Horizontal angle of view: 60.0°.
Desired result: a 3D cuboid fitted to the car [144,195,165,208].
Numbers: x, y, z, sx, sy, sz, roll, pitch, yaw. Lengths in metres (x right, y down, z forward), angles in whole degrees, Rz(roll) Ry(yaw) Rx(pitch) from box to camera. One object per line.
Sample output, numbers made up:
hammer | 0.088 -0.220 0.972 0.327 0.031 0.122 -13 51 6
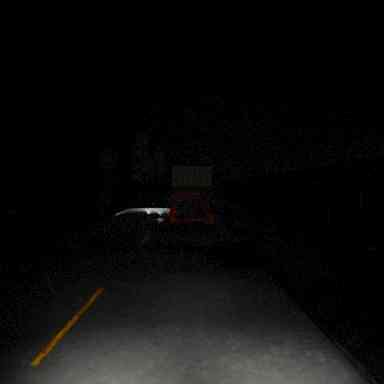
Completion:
car | -4.057 1.023 36.881 1.994 1.385 4.181 0 1 0

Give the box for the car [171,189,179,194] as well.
car | -3.978 -0.011 78.383 1.812 1.442 4.674 0 1 0

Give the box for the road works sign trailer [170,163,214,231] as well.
road works sign trailer | 0.005 0.192 18.458 2.380 3.560 2.880 0 1 0
